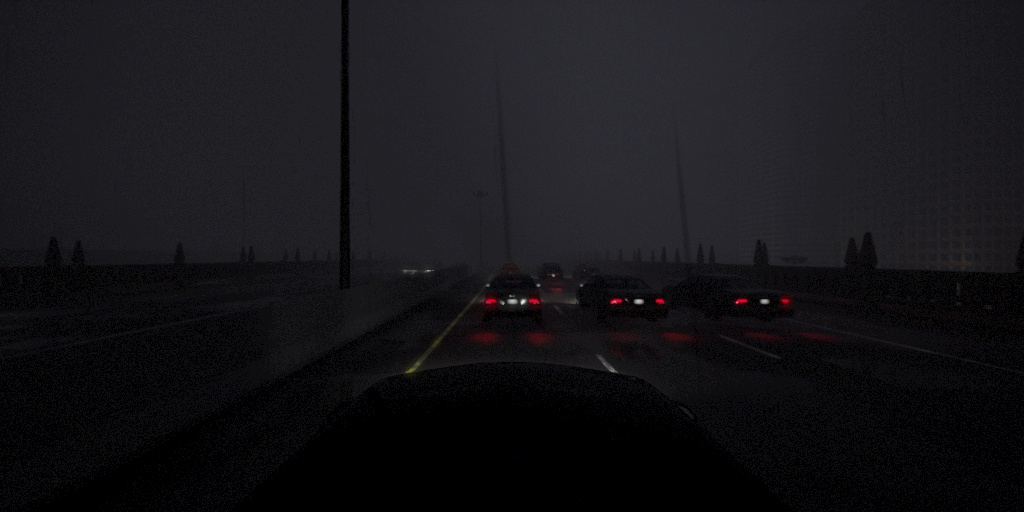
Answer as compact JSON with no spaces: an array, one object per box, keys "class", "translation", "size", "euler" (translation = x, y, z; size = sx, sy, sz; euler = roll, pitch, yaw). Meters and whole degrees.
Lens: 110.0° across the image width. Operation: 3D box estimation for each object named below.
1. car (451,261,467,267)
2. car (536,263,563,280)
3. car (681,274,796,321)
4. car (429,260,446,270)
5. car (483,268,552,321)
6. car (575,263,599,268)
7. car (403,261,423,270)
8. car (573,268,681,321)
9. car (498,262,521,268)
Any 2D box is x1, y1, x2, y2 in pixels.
[{"class":"car","translation":[-7.971,1.448,54.222],"size":[1.895,1.301,4.718],"euler":[0,0,-1]},{"class":"car","translation":[3.314,1.311,31.398],"size":[1.837,1.490,4.892],"euler":[0,0,-1]},{"class":"car","translation":[7.042,1.318,12.470],"size":[2.033,1.411,5.357],"euler":[0,0,1]},{"class":"car","translation":[-11.489,1.373,55.028],"size":[1.812,1.442,4.674],"euler":[0,0,-1]},{"class":"car","translation":[0.042,1.317,12.464],"size":[2.033,1.411,5.357],"euler":[0,0,1]},{"class":"car","translation":[6.795,1.332,32.353],"size":[1.812,1.442,4.674],"euler":[0,0,-1]},{"class":"car","translation":[-14.974,1.395,54.583],"size":[2.033,1.411,5.357],"euler":[0,0,-1]},{"class":"car","translation":[3.542,1.317,12.462],"size":[2.033,1.411,5.357],"euler":[0,0,1]},{"class":"car","translation":[-0.216,1.285,32.817],"size":[1.882,1.535,5.008],"euler":[0,0,-1]}]
